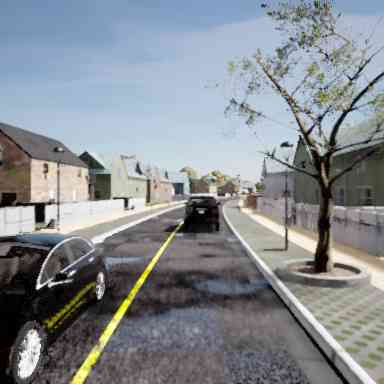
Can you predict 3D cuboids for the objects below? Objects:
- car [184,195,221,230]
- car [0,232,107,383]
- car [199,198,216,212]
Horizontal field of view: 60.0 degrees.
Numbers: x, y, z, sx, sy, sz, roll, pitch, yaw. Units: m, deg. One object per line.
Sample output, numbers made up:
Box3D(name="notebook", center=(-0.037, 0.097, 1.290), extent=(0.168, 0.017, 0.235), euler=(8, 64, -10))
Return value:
Box3D(name="car", center=(0.665, 1.226, 21.369), extent=(2.150, 2.045, 5.566), euler=(0, 0, 3))
Box3D(name="car", center=(-2.779, 1.504, 5.383), extent=(1.837, 1.490, 4.892), euler=(0, 0, 1))
Box3D(name="car", center=(1.957, 1.533, 39.935), extent=(1.812, 1.442, 4.674), euler=(0, 0, 5))
